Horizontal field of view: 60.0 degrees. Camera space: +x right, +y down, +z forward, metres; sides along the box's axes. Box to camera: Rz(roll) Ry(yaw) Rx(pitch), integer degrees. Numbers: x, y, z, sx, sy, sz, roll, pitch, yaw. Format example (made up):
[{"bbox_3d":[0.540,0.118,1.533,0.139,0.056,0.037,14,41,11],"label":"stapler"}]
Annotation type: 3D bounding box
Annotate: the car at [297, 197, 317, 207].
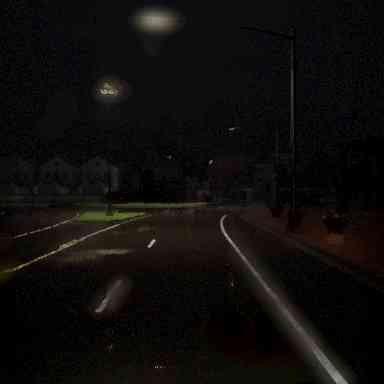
[{"bbox_3d":[16.932,1.531,49.616,4.674,1.442,1.812,0,0,-40],"label":"car"}]
